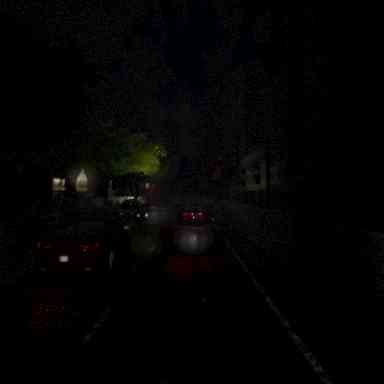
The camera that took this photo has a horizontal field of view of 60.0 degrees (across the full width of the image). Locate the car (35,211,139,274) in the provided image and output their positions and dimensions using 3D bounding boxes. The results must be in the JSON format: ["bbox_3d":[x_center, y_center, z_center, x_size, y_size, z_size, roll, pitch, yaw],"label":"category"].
[{"bbox_3d":[-3.207,1.552,10.874,1.882,1.535,5.008,0,0,1],"label":"car"}]

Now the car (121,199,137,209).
[{"bbox_3d":[-9.831,1.818,52.312,1.882,1.535,5.008,0,0,0],"label":"car"}]

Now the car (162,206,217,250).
[{"bbox_3d":[0.070,1.593,14.773,2.128,1.511,4.902,0,0,0],"label":"car"}]

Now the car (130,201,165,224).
[{"bbox_3d":[-3.206,1.725,26.217,2.033,1.411,5.357,0,0,0],"label":"car"}]
